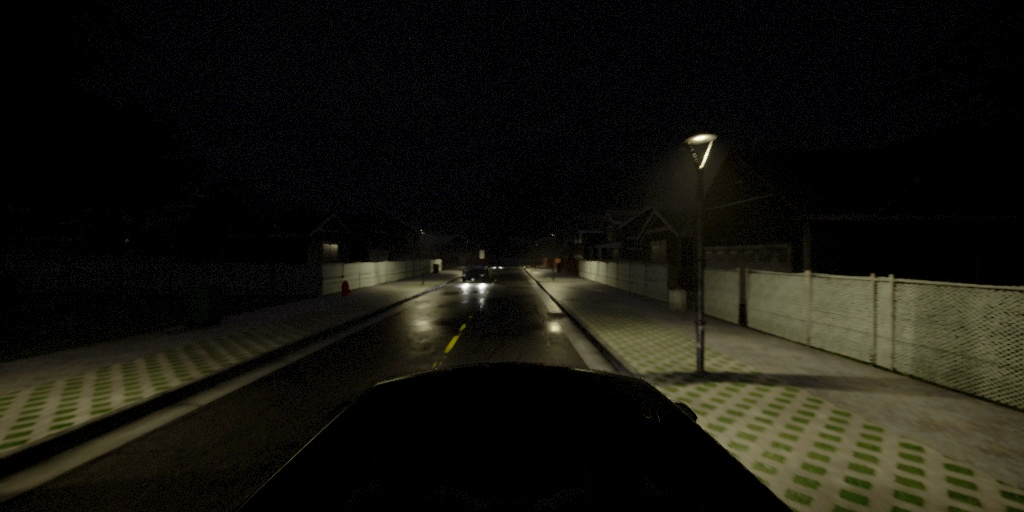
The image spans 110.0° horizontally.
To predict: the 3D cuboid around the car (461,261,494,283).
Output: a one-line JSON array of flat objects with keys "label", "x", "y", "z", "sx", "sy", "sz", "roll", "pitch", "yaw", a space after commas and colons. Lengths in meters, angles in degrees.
[{"label": "car", "x": -2.845, "y": 1.327, "z": 28.707, "sx": 2.033, "sy": 1.411, "sz": 5.357, "roll": 0, "pitch": 0, "yaw": 0}]
